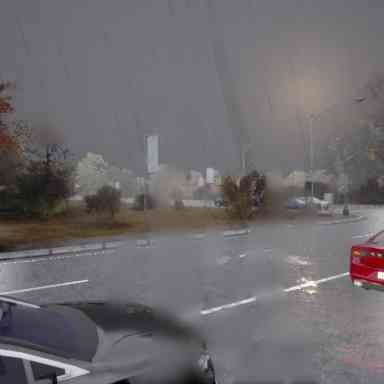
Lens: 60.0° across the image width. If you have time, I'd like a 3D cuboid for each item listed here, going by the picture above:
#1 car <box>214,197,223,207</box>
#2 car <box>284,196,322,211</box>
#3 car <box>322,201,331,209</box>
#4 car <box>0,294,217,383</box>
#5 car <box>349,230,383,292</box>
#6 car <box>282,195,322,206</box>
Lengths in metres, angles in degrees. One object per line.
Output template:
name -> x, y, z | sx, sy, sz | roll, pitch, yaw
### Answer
car -> 5.056, 1.296, 44.561 | 1.837, 1.490, 4.892 | -1, 0, -39
car -> 11.113, 1.334, 37.009 | 2.033, 1.411, 5.357 | -1, 0, -39
car -> 13.898, 1.281, 39.162 | 1.812, 1.442, 4.674 | -1, 0, -39
car -> -2.007, 1.492, 2.299 | 4.902, 1.511, 2.128 | 0, 0, -35
car -> 5.709, 1.445, 7.814 | 5.008, 1.535, 1.882 | 0, 0, -36
car -> 15.851, 1.243, 48.203 | 2.033, 1.411, 5.357 | -1, 0, -39
